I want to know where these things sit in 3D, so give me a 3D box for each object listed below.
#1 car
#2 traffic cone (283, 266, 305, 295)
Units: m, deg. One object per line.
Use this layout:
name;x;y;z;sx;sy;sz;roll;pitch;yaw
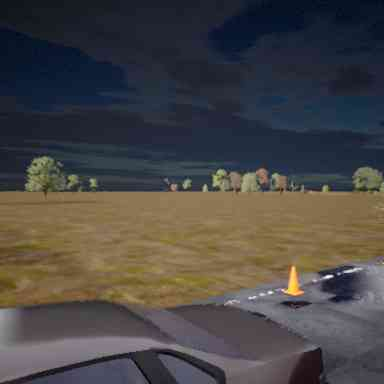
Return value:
car;-1.321;1.550;1.952;5.357;1.411;2.033;0;0;-36
traffic cone;2.306;1.979;7.531;0.340;0.580;0.340;0;0;-36
